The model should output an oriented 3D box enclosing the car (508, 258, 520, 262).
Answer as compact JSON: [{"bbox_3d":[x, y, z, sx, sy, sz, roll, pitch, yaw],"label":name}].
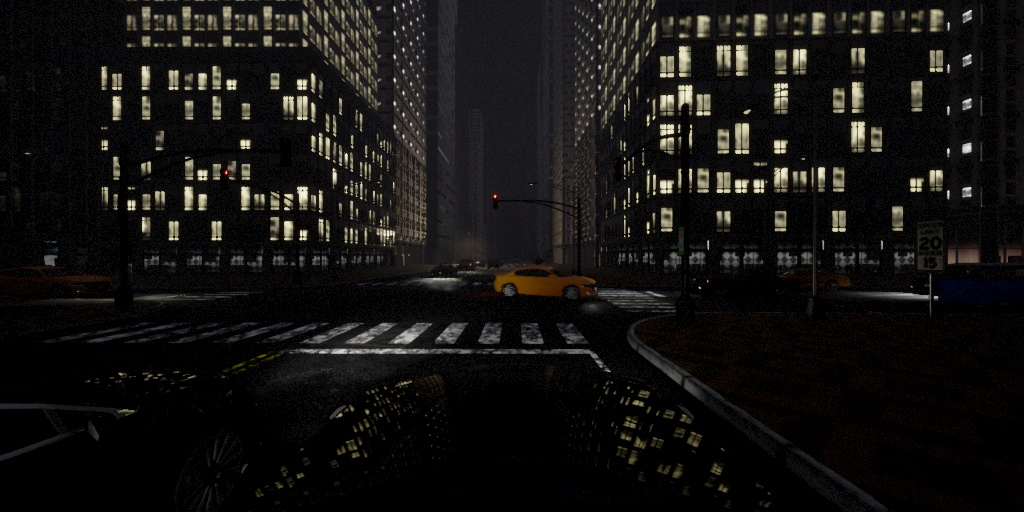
[{"bbox_3d":[0.276,1.468,64.466,1.895,1.301,4.718,0,0,0],"label":"car"}]

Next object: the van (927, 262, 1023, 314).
[{"bbox_3d":[18.407,1.120,13.182,3.998,1.789,1.690,0,0,2],"label":"van"}]

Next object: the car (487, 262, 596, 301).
[{"bbox_3d":[1.545,1.237,17.521,5.008,1.535,1.882,0,1,23],"label":"car"}]

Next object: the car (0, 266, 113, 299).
[{"bbox_3d":[-22.317,1.237,17.243,5.008,1.535,1.882,0,0,0],"label":"car"}]

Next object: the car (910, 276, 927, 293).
[{"bbox_3d":[23.464,1.340,18.501,4.181,1.385,1.994,0,0,3],"label":"car"}]

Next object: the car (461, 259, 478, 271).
[{"bbox_3d":[-6.384,1.170,49.700,2.097,1.767,4.553,0,0,0],"label":"car"}]

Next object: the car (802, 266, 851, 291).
[{"bbox_3d":[17.172,1.295,21.360,4.829,1.417,1.751,0,0,2],"label":"car"}]

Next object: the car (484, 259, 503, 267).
[{"bbox_3d":[-2.906,1.346,57.268,1.837,1.490,4.892,0,0,0],"label":"car"}]

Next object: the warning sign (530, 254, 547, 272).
[{"bbox_3d":[3.024,0.913,41.409,1.300,1.860,1.060,0,0,0],"label":"warning sign"}]

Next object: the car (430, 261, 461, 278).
[{"bbox_3d":[-6.456,1.347,34.341,1.994,1.385,4.181,0,0,0],"label":"car"}]

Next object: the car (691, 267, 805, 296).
[{"bbox_3d":[12.182,1.370,18.966,4.718,1.301,1.895,0,0,2],"label":"car"}]

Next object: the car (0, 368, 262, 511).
[{"bbox_3d":[-3.154,1.241,1.219,2.128,1.511,4.902,0,0,0],"label":"car"}]
